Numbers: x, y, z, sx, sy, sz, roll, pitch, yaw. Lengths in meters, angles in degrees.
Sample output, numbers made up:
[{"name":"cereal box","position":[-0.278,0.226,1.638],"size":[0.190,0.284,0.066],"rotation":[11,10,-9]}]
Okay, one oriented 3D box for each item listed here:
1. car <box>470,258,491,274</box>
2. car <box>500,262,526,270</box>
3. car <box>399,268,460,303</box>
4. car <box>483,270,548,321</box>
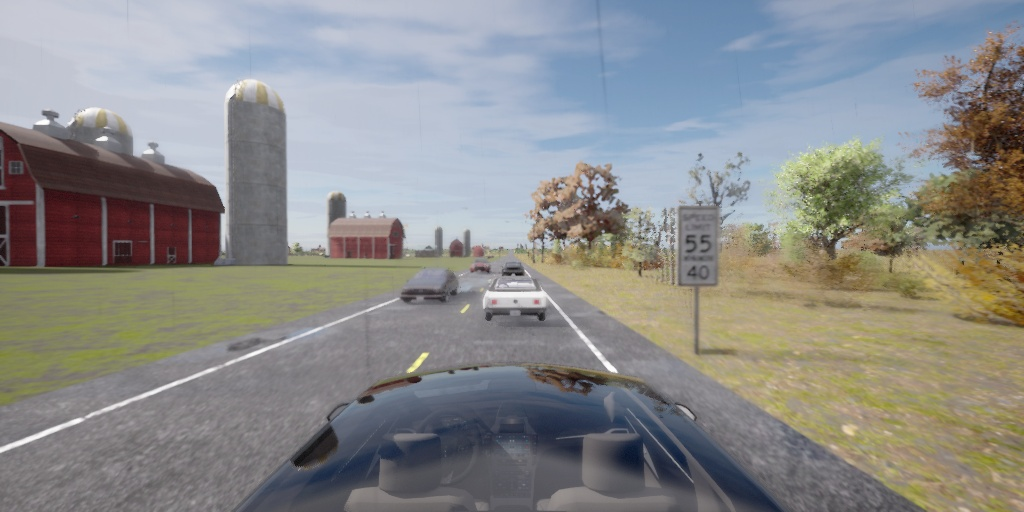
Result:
[{"name":"car","position":[-3.510,1.050,40.839],"size":[2.097,1.767,4.553],"rotation":[0,0,0]},{"name":"car","position":[0.095,1.219,30.278],"size":[1.837,1.490,4.892],"rotation":[0,0,0]},{"name":"car","position":[-3.599,1.279,16.711],"size":[2.033,1.411,5.357],"rotation":[0,0,0]},{"name":"car","position":[0.099,1.338,12.447],"size":[1.895,1.301,4.718],"rotation":[0,0,0]}]
